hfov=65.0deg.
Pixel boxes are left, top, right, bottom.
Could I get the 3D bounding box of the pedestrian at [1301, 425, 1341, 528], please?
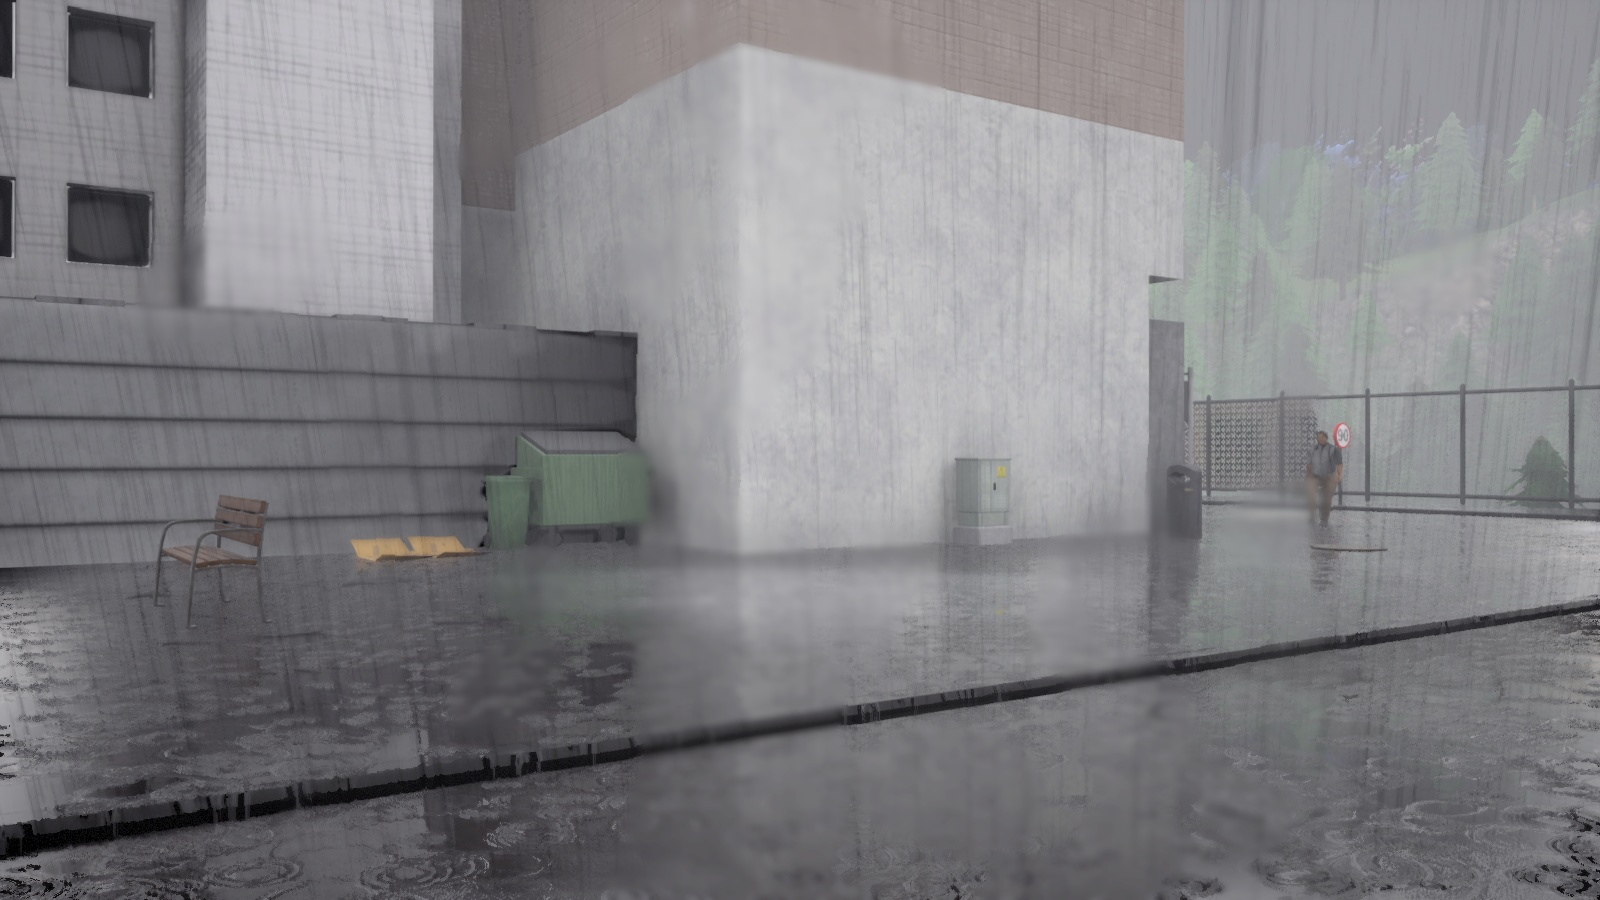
[{"bbox_3d":[9.570,0.481,23.061,0.540,1.848,0.694,0,0,36],"label":"pedestrian"}]
